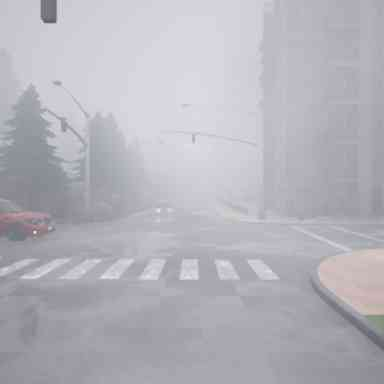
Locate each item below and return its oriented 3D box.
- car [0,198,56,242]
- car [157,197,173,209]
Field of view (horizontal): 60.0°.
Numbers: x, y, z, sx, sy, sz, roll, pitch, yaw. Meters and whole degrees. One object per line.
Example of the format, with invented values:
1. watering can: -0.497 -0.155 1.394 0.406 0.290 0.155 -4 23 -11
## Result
1. car: -9.473 1.315 15.763 5.566 2.045 2.150 1 0 1
2. car: -3.673 1.451 45.097 1.812 1.442 4.674 0 0 0
